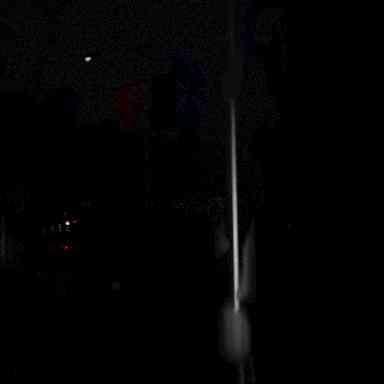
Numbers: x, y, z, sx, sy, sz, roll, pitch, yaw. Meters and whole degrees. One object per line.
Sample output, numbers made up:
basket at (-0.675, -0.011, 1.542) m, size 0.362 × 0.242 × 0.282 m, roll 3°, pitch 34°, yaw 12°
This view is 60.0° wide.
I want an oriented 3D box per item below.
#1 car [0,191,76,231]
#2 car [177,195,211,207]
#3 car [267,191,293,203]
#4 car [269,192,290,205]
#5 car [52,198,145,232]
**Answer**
car at (-7.771, 0.966, 18.807) m, size 2.150 × 2.045 × 5.566 m, roll -1°, pitch 0°, yaw 35°
car at (0.293, 1.096, 41.991) m, size 2.033 × 1.411 × 5.357 m, roll -1°, pitch 0°, yaw 35°
car at (12.844, 0.706, 48.272) m, size 2.128 × 1.511 × 4.902 m, roll -1°, pitch 0°, yaw 35°
car at (11.380, 0.878, 40.504) m, size 1.895 × 1.301 × 4.718 m, roll -1°, pitch 0°, yaw 35°
car at (-4.500, 1.174, 17.615) m, size 1.837 × 1.490 × 4.892 m, roll -2°, pitch 0°, yaw 33°
